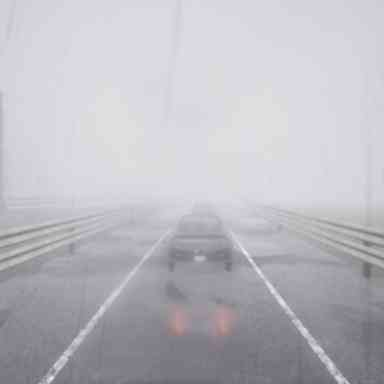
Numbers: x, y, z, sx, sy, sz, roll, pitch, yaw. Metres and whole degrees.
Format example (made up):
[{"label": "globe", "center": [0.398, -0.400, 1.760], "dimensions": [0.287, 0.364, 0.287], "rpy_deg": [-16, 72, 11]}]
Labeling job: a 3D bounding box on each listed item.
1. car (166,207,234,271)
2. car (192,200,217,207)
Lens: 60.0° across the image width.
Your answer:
[{"label": "car", "center": [0.273, 1.467, 10.843], "dimensions": [2.128, 1.511, 4.902], "rpy_deg": [0, 0, 2]}, {"label": "car", "center": [1.026, 1.431, 27.194], "dimensions": [2.128, 1.511, 4.902], "rpy_deg": [0, 0, 4]}]
